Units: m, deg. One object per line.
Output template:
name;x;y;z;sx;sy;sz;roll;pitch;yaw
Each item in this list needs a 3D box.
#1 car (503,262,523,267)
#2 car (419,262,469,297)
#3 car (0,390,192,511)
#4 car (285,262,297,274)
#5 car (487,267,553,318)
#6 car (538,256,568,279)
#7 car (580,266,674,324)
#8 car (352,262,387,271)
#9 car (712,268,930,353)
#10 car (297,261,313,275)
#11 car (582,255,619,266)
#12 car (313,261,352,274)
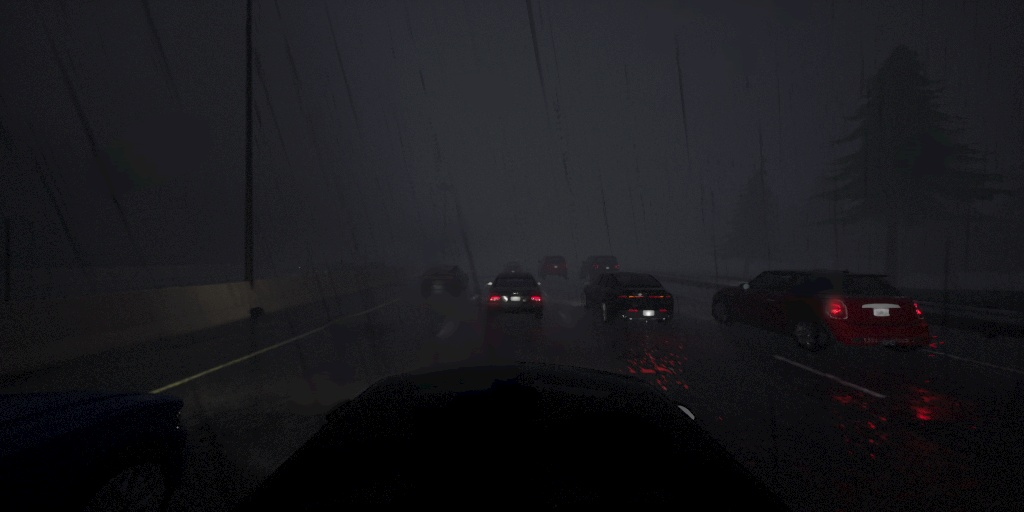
car;0.097;1.282;36.129;1.812;1.442;4.674;0;0;0
car;-3.395;1.245;18.895;2.128;1.511;4.902;0;0;0
car;-3.401;1.228;0.679;1.882;1.535;5.008;0;0;0
car;-24.574;1.285;42.291;1.812;1.442;4.674;0;0;0
car;0.104;1.299;13.015;2.033;1.411;5.357;0;0;0
car;3.607;0.977;32.153;2.150;2.045;5.566;0;0;0
car;3.604;1.257;11.882;1.837;1.490;4.892;0;0;0
car;-14.084;1.322;36.394;1.994;1.385;4.181;0;0;0
car;7.101;1.103;9.025;2.097;1.767;4.553;0;0;0
car;-21.078;1.323;39.319;1.994;1.385;4.181;0;0;0
car;7.108;0.976;29.329;2.150;2.045;5.566;0;0;0
car;-17.584;1.251;36.417;2.128;1.511;4.902;0;0;0
